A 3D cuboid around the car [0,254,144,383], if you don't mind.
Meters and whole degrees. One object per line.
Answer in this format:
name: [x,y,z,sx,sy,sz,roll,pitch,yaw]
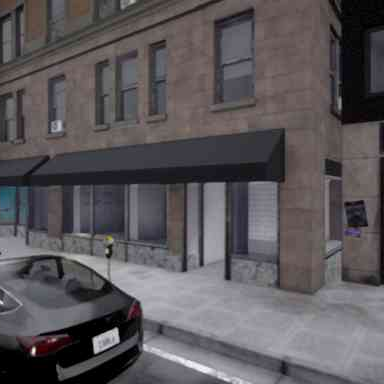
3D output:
car: [-2.576,1.569,4.641,4.313,1.339,1.947,0,0,35]
